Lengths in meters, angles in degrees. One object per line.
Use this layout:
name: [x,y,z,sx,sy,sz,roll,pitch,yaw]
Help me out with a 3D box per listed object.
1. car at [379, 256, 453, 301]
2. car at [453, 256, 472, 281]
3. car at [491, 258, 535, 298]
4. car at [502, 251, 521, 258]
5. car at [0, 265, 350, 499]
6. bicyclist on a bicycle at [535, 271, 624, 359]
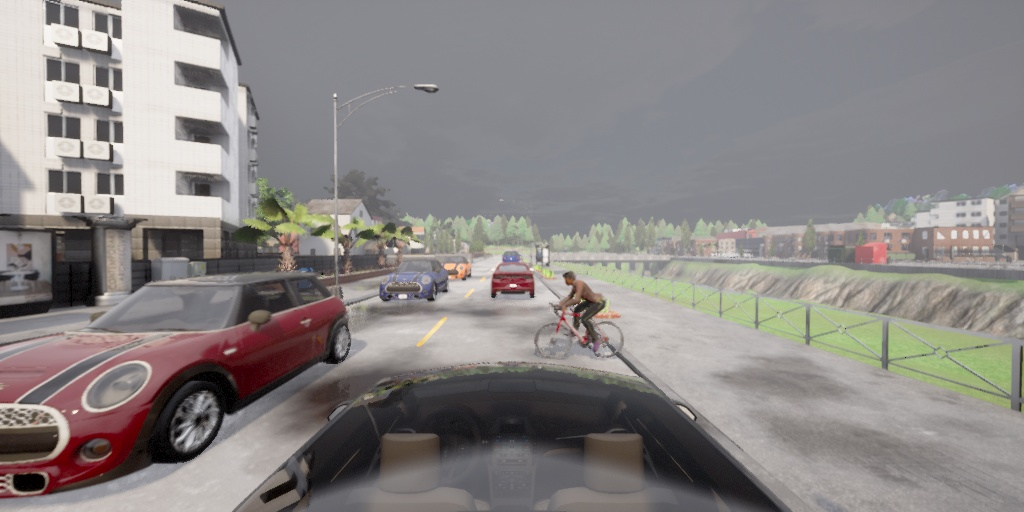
car: [-4.157,0.924,15.868,2.097,1.767,4.553,0,1,0]
car: [-4.185,0.796,26.033,2.097,1.767,4.553,0,1,0]
car: [0.034,1.032,17.147,1.882,1.535,5.008,0,1,0]
car: [-0.103,0.428,44.302,2.150,2.045,5.566,0,0,0]
car: [-4.107,1.062,4.885,2.097,1.767,4.553,0,1,0]
bicyclist on a bicycle: [1.235,1.098,6.622,1.656,1.620,0.582,-2,1,0]
